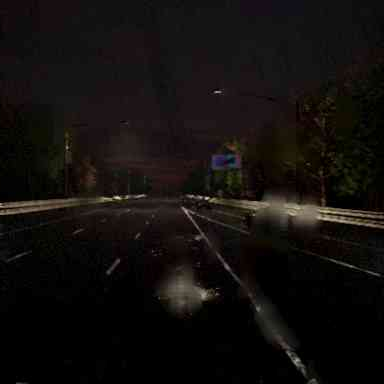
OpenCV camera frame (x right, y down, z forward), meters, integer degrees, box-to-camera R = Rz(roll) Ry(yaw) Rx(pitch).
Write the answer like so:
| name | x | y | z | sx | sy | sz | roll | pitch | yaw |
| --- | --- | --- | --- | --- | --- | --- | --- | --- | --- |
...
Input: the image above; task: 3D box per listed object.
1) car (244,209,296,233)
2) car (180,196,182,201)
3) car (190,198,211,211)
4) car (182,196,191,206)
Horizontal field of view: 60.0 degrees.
| name | x | y | z | sx | sy | sz | roll | pitch | yaw |
| --- | --- | --- | --- | --- | --- | --- | --- | --- | --- |
| car | 4.813 | 1.726 | 21.006 | 1.994 | 1.385 | 4.181 | 1 | 0 | -12 |
| car | -2.108 | 1.730 | 88.387 | 1.882 | 1.535 | 5.008 | 1 | 0 | -4 |
| car | 1.265 | 1.645 | 42.784 | 1.837 | 1.490 | 4.892 | 0 | 0 | -7 |
| car | -0.313 | 1.729 | 60.577 | 2.033 | 1.411 | 5.357 | 1 | 0 | -4 |
